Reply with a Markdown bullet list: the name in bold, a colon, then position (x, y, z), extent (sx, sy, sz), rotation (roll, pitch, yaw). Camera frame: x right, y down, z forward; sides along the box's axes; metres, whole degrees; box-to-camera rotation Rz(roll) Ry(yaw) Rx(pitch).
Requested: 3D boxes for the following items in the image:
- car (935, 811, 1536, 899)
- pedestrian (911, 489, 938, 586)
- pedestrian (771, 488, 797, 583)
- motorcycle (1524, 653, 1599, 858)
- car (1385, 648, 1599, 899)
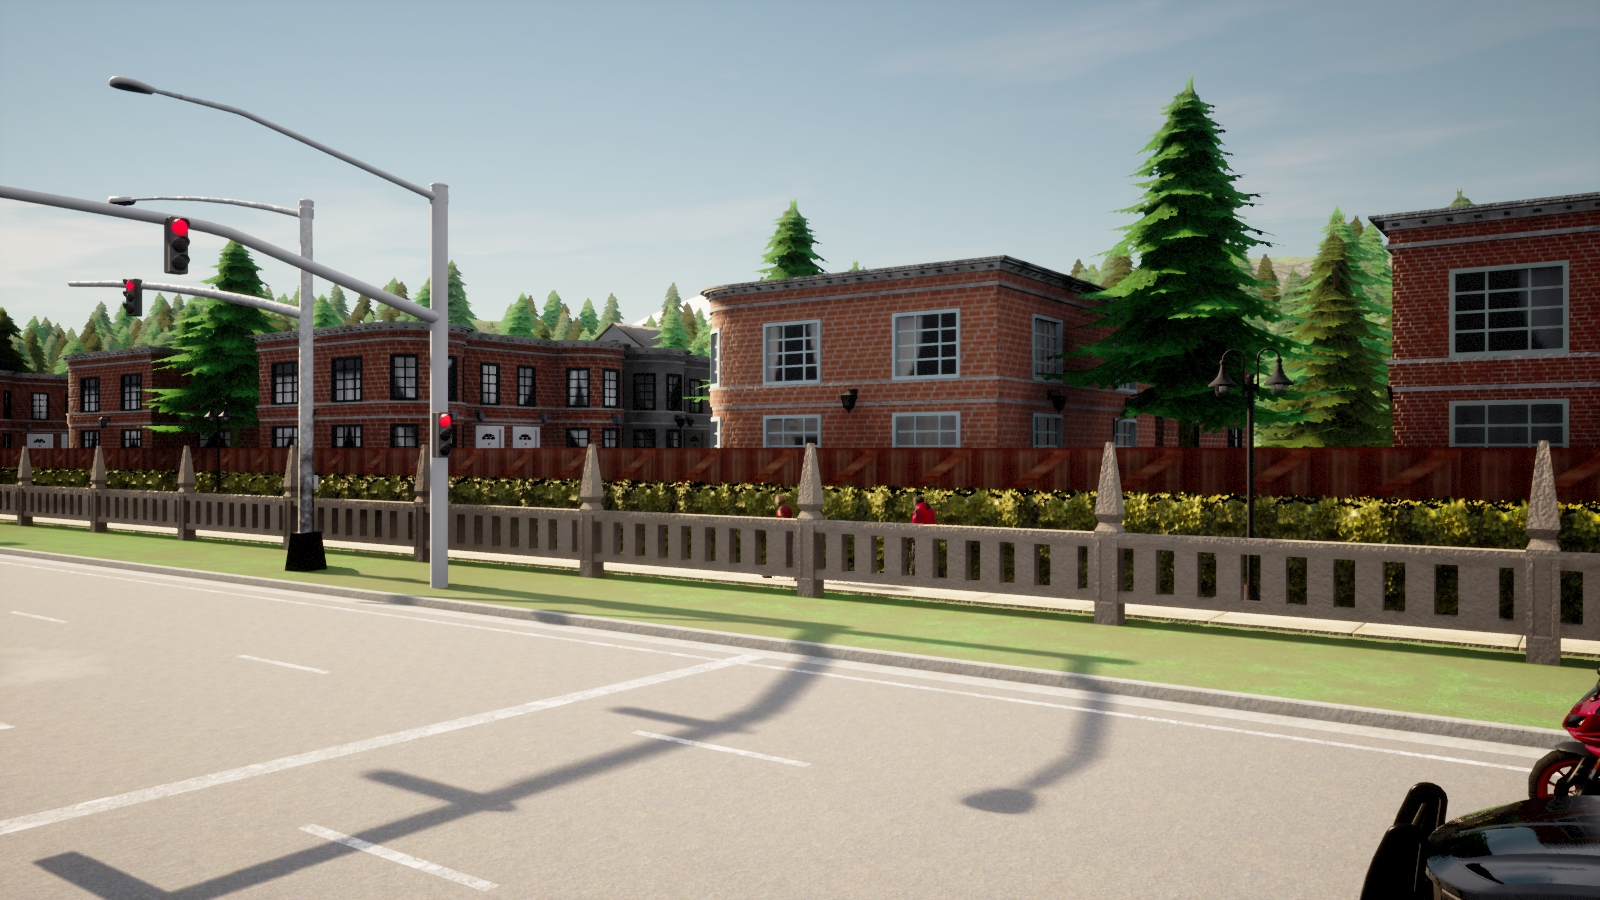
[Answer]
- **car**: position (2.178, 2.065, 2.259), extent (4.193, 1.474, 1.816), rotation (0, 0, 35)
- **pedestrian**: position (2.431, 1.696, 22.308), extent (0.375, 1.860, 0.375), rotation (0, 0, 35)
- **pedestrian**: position (-0.313, 1.695, 22.805), extent (0.375, 1.860, 0.375), rotation (0, 0, 35)
- **motorcycle**: position (6.334, 2.205, 7.895), extent (2.209, 1.251, 0.867), rotation (0, 0, 35)
- **car**: position (5.302, 1.983, 4.345), extent (5.238, 1.638, 2.097), rotation (0, 0, 35)
